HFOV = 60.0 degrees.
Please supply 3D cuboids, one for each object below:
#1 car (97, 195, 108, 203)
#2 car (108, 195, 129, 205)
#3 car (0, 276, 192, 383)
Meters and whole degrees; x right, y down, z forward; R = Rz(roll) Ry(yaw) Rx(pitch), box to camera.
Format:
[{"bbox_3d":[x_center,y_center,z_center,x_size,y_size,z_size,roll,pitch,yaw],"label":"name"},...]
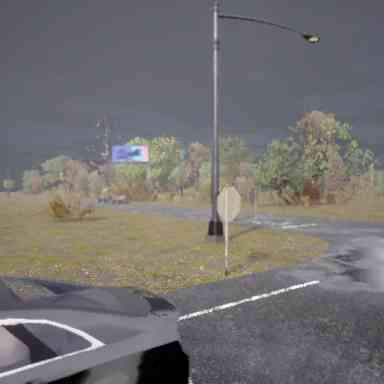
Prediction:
[{"bbox_3d":[-15.960,1.292,61.161,1.837,1.490,4.892,0,0,-34],"label":"car"},{"bbox_3d":[-11.900,1.326,55.158,1.812,1.442,4.674,0,0,-33],"label":"car"},{"bbox_3d":[-2.286,1.495,2.252,4.902,1.511,2.128,0,0,-35],"label":"car"}]
